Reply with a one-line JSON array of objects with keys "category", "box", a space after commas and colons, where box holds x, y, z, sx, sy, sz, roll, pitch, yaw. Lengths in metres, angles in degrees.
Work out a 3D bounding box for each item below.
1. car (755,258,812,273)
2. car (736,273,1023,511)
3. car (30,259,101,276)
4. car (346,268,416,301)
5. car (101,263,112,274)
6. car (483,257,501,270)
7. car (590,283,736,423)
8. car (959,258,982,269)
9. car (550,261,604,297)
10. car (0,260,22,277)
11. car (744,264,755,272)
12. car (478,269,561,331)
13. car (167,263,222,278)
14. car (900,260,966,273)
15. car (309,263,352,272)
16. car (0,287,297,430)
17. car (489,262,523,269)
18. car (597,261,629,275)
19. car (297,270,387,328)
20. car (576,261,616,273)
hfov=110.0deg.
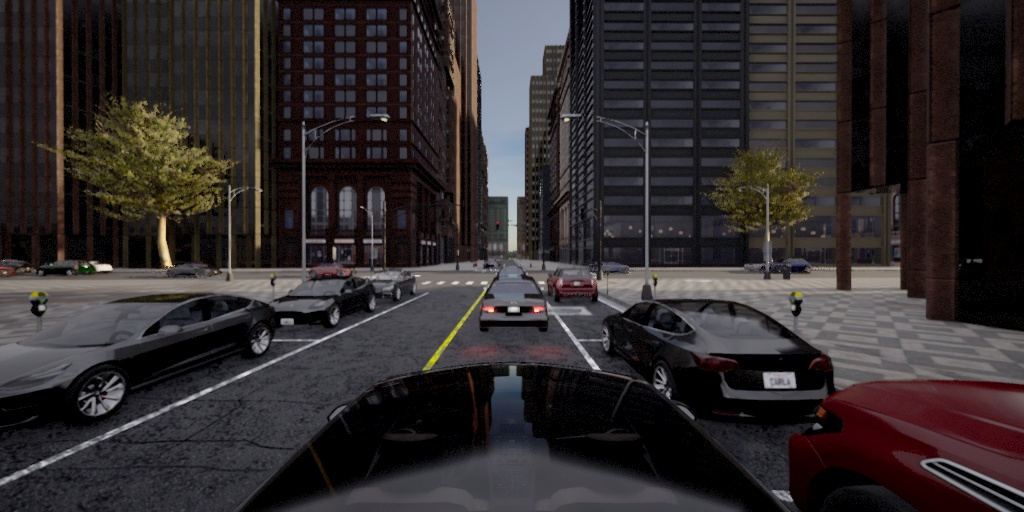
[{"category": "car", "box": [29.459, 1.013, 38.712, 4.553, 1.767, 2.097, 0, 0, 0]}, {"category": "car", "box": [2.764, 1.065, 0.132, 2.192, 1.841, 5.009, 0, 0, 0]}, {"category": "car", "box": [-47.714, 1.210, 38.394, 4.553, 1.767, 2.097, 0, 0, 0]}, {"category": "car", "box": [-5.784, 1.295, 17.028, 2.007, 1.370, 4.403, 0, 0, 0]}, {"category": "car", "box": [-49.276, 1.371, 41.622, 4.674, 1.442, 1.812, 0, 0, 1]}, {"category": "car", "box": [-3.123, 1.101, 53.346, 2.097, 1.767, 4.553, 0, 0, 0]}, {"category": "car", "box": [2.756, 1.314, 5.768, 1.948, 1.339, 4.313, 0, 0, 0]}, {"category": "car", "box": [49.155, 0.990, 38.685, 4.553, 1.767, 2.097, 0, 0, 0]}, {"category": "car", "box": [2.742, 1.184, 17.040, 1.967, 1.591, 4.097, 0, 0, 0]}, {"category": "car", "box": [-52.005, 1.369, 35.076, 5.008, 1.535, 1.882, 0, 0, 0]}, {"category": "car", "box": [29.922, 1.244, 41.967, 4.718, 1.301, 1.895, 0, 0, 0]}, {"category": "car", "box": [0.051, 1.294, 10.872, 2.033, 1.411, 5.357, 0, 0, 0]}, {"category": "car", "box": [-30.985, 1.391, 35.057, 4.181, 1.385, 1.994, 0, 0, 0]}, {"category": "car", "box": [49.113, 1.200, 41.936, 5.357, 1.411, 2.033, 0, 0, 0]}, {"category": "car", "box": [-17.509, 1.354, 35.104, 4.181, 1.385, 1.994, 0, 0, 0]}, {"category": "car", "box": [-5.769, 1.314, 5.755, 1.948, 1.339, 4.313, 0, 0, 0]}, {"category": "car", "box": [-0.027, 1.291, 20.944, 2.033, 1.411, 5.357, 0, 0, 0]}, {"category": "car", "box": [10.377, 1.266, 38.648, 4.181, 1.385, 1.994, 0, 0, 0]}, {"category": "car", "box": [-5.776, 1.312, 11.391, 1.948, 1.339, 4.313, 0, 0, 0]}, {"category": "car", "box": [9.786, 1.251, 41.927, 4.181, 1.385, 1.994, 0, 0, 0]}]
